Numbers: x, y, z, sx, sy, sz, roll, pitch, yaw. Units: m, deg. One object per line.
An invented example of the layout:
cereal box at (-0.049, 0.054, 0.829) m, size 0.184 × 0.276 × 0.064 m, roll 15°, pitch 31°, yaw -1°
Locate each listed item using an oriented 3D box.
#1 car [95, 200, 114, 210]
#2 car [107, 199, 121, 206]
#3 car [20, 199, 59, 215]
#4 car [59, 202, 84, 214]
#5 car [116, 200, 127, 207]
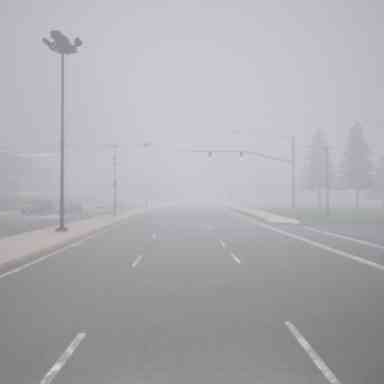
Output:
car at (-15.272, 2.285, 57.759) m, size 1.812 × 1.442 × 4.674 m, roll 0°, pitch -1°, yaw 2°
car at (-18.402, 2.511, 78.708) m, size 1.882 × 1.535 × 5.008 m, roll 0°, pitch -1°, yaw 1°
car at (-19.016, 1.886, 41.221) m, size 2.150 × 2.045 × 5.566 m, roll 0°, pitch 1°, yaw 1°
car at (-15.562, 2.060, 42.955) m, size 2.128 × 1.511 × 4.902 m, roll 0°, pitch -1°, yaw 1°
car at (-15.048, 2.390, 69.790) m, size 1.882 × 1.535 × 5.008 m, roll 0°, pitch -1°, yaw 1°
